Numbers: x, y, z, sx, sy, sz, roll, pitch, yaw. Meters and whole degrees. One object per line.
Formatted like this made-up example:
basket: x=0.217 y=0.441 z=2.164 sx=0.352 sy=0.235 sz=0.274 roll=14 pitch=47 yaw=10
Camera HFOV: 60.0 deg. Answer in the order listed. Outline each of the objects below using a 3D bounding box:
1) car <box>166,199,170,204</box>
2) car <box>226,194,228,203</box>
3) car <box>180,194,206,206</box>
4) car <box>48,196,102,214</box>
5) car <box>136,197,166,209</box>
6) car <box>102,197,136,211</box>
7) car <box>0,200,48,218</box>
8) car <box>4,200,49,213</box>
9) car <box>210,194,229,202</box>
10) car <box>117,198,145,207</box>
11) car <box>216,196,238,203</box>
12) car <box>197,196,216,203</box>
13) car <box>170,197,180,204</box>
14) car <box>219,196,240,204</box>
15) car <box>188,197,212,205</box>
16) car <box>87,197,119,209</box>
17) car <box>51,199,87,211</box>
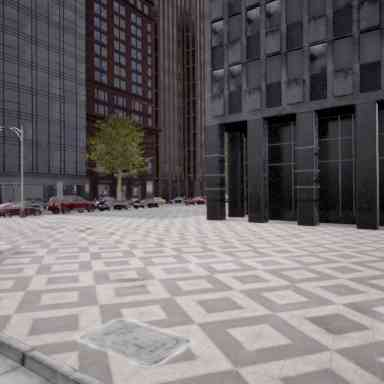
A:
car: x=-6.508 y=1.547 z=57.212 sx=1.752 sy=1.417 sz=4.829 roll=-1 pitch=0 yaw=35
car: x=3.802 y=1.224 z=57.164 sx=2.192 sy=1.841 sz=5.009 roll=-1 pitch=0 yaw=35
car: x=0.609 y=1.464 z=52.517 sx=1.887 sy=1.381 sz=4.507 roll=-1 pitch=0 yaw=35
car: x=-12.174 y=1.292 z=33.934 sx=2.192 sy=1.841 sz=5.009 roll=-1 pitch=0 yaw=35
car: x=-5.782 y=1.510 z=43.224 sx=1.947 sy=1.339 sz=4.313 roll=-1 pitch=0 yaw=35
car: x=-8.976 y=1.526 z=38.579 sx=1.947 sy=1.339 sz=4.313 roll=-1 pitch=0 yaw=35
car: x=-15.367 y=1.578 z=29.287 sx=1.802 sy=1.307 sz=4.206 roll=-1 pitch=0 yaw=35
car: x=-19.193 y=1.644 z=38.767 sx=1.947 sy=1.339 sz=4.313 roll=-1 pitch=0 yaw=35
car: x=6.370 y=1.299 z=75.940 sx=2.192 sy=1.841 sz=5.009 roll=-1 pitch=0 yaw=35
car: x=-9.606 y=1.615 z=52.706 sx=1.802 sy=1.307 sz=4.206 roll=-1 pitch=0 yaw=35
car: x=7.116 y=1.472 z=66.515 sx=2.033 sy=1.411 sz=5.357 roll=-1 pitch=0 yaw=35
car: x=3.176 y=1.537 z=71.293 sx=1.887 sy=1.381 sz=4.507 roll=-1 pitch=0 yaw=35
car: x=-3.215 y=1.576 z=62.000 sx=1.947 sy=1.339 sz=4.313 roll=-1 pitch=0 yaw=35
car: x=7.000 y=1.466 z=61.808 sx=1.947 sy=1.339 sz=4.313 roll=-1 pitch=0 yaw=35
car: x=1.454 y=1.541 z=58.284 sx=1.895 sy=1.301 sz=4.718 roll=-1 pitch=0 yaw=34
car: x=-12.804 y=1.486 z=48.060 sx=1.967 sy=1.590 sz=4.097 roll=-1 pitch=0 yaw=35
car: x=-15.998 y=1.644 z=43.413 sx=1.802 sy=1.307 sz=4.206 roll=-1 pitch=0 yaw=35
